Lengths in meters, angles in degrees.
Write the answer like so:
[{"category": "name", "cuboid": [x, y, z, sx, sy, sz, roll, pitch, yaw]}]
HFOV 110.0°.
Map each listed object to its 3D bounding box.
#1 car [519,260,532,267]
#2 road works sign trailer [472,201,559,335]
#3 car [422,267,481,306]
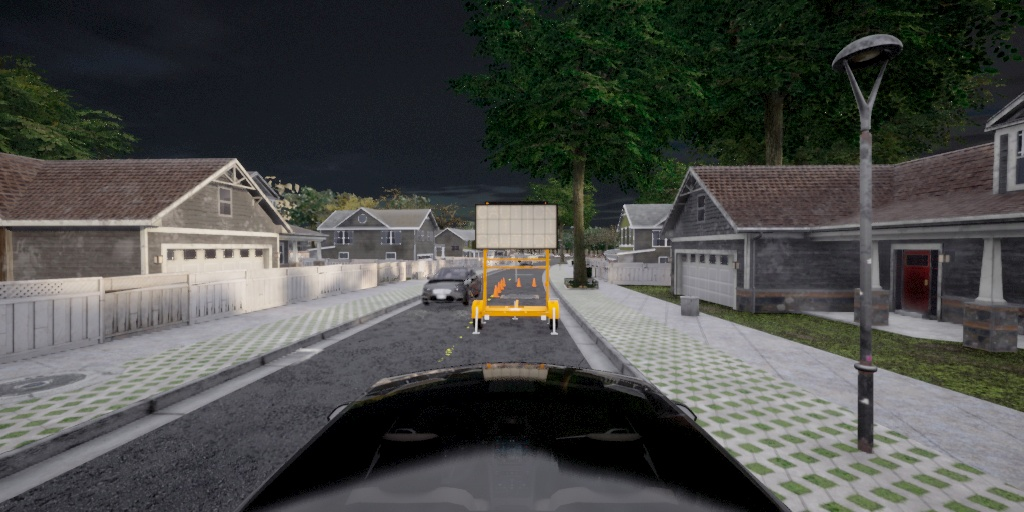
[{"category": "car", "cuboid": [2.401, 1.246, 62.557, 1.994, 1.385, 4.181, 0, 0, 9]}, {"category": "road works sign trailer", "cuboid": [0.128, 0.213, 10.555, 2.380, 3.560, 2.880, 0, 0, 2]}, {"category": "car", "cuboid": [-2.503, 1.238, 15.692, 2.128, 1.511, 4.902, 0, 0, 2]}]
